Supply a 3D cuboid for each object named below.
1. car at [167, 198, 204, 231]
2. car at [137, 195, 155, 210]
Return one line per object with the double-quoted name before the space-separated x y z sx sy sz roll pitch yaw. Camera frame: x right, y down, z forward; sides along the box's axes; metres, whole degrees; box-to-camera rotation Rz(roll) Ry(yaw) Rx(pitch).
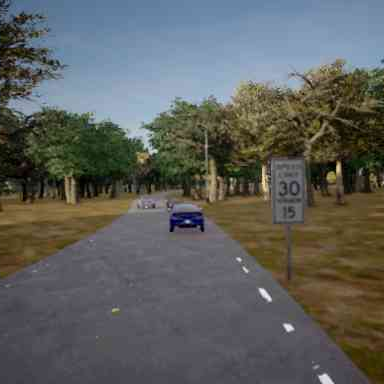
"car" -0.378 1.354 19.695 1.882 1.535 5.008 -1 1 -3
"car" -5.492 1.131 39.976 2.097 1.767 4.553 -1 1 -8
